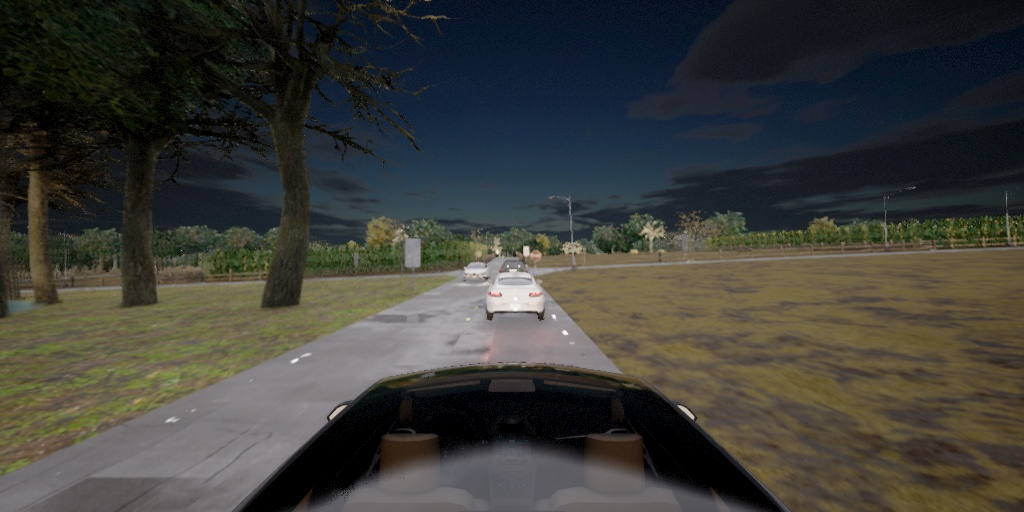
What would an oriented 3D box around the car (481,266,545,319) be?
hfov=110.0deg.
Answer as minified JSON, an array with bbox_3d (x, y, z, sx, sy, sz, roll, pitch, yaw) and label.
[{"bbox_3d":[0.099,1.262,12.556,1.812,1.442,4.674,0,0,0],"label":"car"}]

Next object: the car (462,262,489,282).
[{"bbox_3d":[-2.757,1.230,28.395,1.812,1.442,4.674,0,0,0],"label":"car"}]

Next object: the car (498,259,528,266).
[{"bbox_3d":[0.095,1.040,25.335,2.097,1.767,4.553,0,1,0],"label":"car"}]
